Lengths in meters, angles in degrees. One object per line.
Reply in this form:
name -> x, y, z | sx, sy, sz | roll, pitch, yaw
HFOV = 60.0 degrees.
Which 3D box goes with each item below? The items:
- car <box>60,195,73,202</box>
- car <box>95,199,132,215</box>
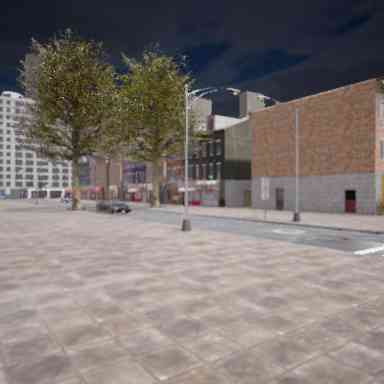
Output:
car -> -16.544, 0.982, 45.058 | 1.812, 1.442, 4.674 | 0, 0, -35
car -> -7.742, 1.401, 32.425 | 2.033, 1.411, 5.357 | 0, 0, -35
